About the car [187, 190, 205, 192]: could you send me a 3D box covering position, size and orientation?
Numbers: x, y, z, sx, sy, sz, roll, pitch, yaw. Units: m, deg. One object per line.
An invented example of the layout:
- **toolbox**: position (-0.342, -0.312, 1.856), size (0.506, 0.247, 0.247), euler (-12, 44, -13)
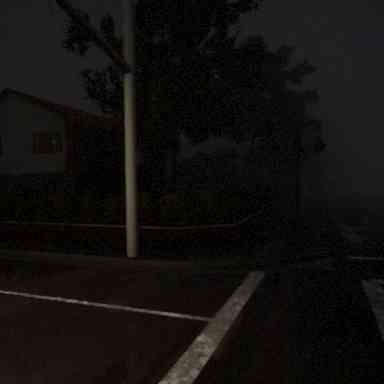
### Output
- **car**: position (0.944, 0.502, 31.573), size (3.806, 1.475, 1.970), euler (0, 1, 21)
